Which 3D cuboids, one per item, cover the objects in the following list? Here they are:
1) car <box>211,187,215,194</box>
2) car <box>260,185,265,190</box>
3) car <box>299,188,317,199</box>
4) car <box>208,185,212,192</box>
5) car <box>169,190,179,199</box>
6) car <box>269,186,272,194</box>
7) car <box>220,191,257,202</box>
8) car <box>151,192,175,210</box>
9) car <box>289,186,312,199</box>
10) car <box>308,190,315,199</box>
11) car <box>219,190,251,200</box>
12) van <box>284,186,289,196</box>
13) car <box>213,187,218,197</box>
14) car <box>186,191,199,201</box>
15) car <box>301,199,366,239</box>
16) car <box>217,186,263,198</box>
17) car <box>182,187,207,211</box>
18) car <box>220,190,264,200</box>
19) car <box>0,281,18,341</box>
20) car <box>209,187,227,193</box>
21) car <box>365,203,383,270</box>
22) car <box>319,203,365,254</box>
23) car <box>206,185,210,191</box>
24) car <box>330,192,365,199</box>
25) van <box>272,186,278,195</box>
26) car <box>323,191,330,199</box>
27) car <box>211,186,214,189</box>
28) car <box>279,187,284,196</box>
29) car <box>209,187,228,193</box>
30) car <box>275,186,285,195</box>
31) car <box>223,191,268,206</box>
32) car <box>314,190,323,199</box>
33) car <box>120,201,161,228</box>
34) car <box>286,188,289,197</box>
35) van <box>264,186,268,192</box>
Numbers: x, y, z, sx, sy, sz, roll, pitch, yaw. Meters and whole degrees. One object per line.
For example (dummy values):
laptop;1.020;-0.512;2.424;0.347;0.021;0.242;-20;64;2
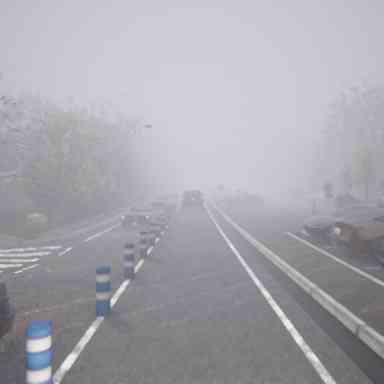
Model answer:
car;6.794;0.255;62.397;5.366;1.575;1.946;0;2;0
car;20.197;-0.521;81.485;5.566;2.045;2.435;0;1;0
car;19.776;0.629;51.046;5.366;1.575;1.946;0;2;1
car;7.141;-0.307;84.465;4.792;1.488;2.163;0;1;0
car;-3.221;0.388;57.318;1.882;1.535;5.008;0;1;0
car;20.158;-0.060;73.184;5.008;1.535;2.097;0;1;1
car;7.068;0.633;51.175;5.366;1.575;1.946;0;2;0
car;-3.339;1.073;35.985;2.033;1.411;5.357;0;2;0
car;20.038;0.193;56.572;5.566;2.045;2.435;0;2;0
car;19.935;0.765;48.277;4.674;1.452;2.002;0;2;1
car;6.913;0.543;53.951;4.892;1.521;2.231;0;2;0
van;20.175;0.028;62.232;4.442;1.987;1.878;0;2;0
car;6.745;0.445;56.727;5.366;1.575;1.946;0;2;0
car;0.125;0.603;52.714;1.994;1.385;4.181;0;2;0
car;6.787;1.173;13.034;4.792;1.488;2.163;0;2;1
car;6.887;0.479;48.393;5.566;2.045;2.435;0;2;0
car;0.108;0.785;34.704;2.150;2.045;5.566;0;2;0
car;6.840;0.824;45.628;5.008;1.535;2.097;0;2;0
car;-3.349;1.541;2.279;2.033;1.411;5.357;0;0;0
car;7.236;-0.546;92.790;4.892;1.521;2.231;0;1;0
car;6.795;1.164;7.462;4.553;1.767;2.185;0;1;1
car;6.819;1.246;10.251;4.792;1.488;2.163;0;2;1
car;7.009;-0.410;87.241;5.366;1.575;1.946;0;1;0
car;19.862;1.003;40.094;5.008;1.535;2.097;0;2;0
van;20.021;-0.213;70.394;4.442;1.987;1.878;0;2;0
car;19.922;0.783;42.859;4.553;1.767;2.185;0;2;0
car;7.104;-0.028;73.364;4.792;1.488;2.163;0;1;1
car;20.111;0.196;65.011;4.792;1.488;2.163;0;2;1
car;7.225;-0.476;90.015;4.892;1.521;2.231;0;1;0
car;20.134;0.118;67.649;4.792;1.488;2.163;0;2;1
car;6.781;0.947;42.854;4.792;1.488;2.163;0;2;0
car;19.885;0.849;45.509;4.792;1.488;2.163;0;2;1
car;-3.342;1.512;21.690;1.895;1.301;4.718;0;1;0
car;20.005;0.379;59.350;4.792;1.488;2.163;0;2;0
van;20.084;-0.426;78.718;4.442;1.987;1.878;0;1;1
